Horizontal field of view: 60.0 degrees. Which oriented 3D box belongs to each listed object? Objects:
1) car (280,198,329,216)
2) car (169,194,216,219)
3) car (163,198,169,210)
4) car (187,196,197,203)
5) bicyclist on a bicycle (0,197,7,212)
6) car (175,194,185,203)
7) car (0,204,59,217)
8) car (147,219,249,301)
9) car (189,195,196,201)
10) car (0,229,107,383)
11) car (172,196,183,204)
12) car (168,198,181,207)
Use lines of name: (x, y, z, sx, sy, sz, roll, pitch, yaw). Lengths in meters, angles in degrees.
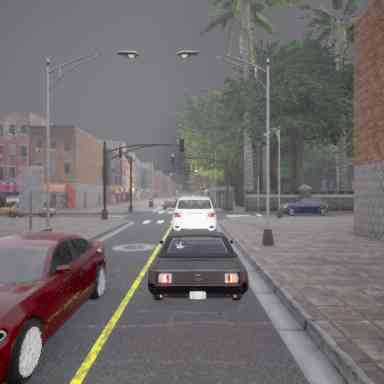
car: (10.766, 1.343, 32.361, 4.553, 1.767, 2.097, 0, 0, -1)
car: (0.128, 1.230, 18.072, 2.150, 2.045, 5.566, 0, 0, 0)
car: (-2.792, 1.564, 44.523, 1.812, 1.442, 4.674, 0, 0, 0)
car: (0.093, 1.602, 74.388, 2.128, 1.511, 4.902, 0, 0, 0)
bicyclist on a bicycle: (-20.099, 1.373, 35.288, 0.582, 1.620, 1.656, 0, 0, 0)
car: (-2.658, 1.405, 73.947, 2.097, 1.767, 4.553, 0, 0, 0)
car: (-14.404, 1.572, 29.641, 4.829, 1.417, 1.752, 0, 0, 0)
car: (0.111, 1.603, 8.307, 1.895, 1.301, 4.718, 0, 0, 0)
car: (0.105, 1.609, 84.551, 1.837, 1.490, 4.892, 0, 0, 0)
car: (-2.851, 1.479, 5.594, 1.882, 1.535, 5.008, 0, 0, 0)
car: (-2.726, 1.539, 63.812, 1.882, 1.535, 5.008, 0, 0, 1)
car: (-2.775, 1.650, 53.699, 1.895, 1.301, 4.718, 0, 0, 0)
